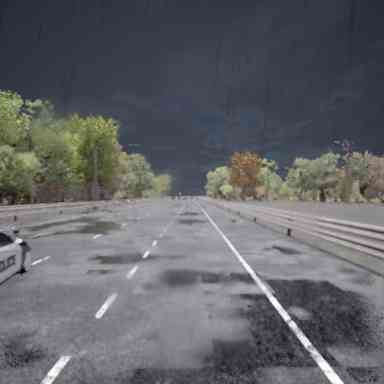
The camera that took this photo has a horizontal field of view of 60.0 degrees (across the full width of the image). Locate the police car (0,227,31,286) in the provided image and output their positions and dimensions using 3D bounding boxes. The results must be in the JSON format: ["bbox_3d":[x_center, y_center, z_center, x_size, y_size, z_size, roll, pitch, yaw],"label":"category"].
[{"bbox_3d":[-5.369,1.539,8.022,1.930,1.638,5.238,0,-1,-12],"label":"police car"}]
